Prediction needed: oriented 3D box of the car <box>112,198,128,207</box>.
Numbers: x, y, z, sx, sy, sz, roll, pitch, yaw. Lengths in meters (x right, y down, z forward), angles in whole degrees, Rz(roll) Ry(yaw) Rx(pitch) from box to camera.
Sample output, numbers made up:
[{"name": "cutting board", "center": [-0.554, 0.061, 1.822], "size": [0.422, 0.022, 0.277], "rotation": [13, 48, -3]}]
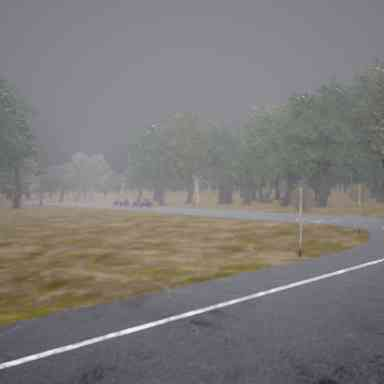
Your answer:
[{"name": "car", "center": [-13.314, 1.937, 62.040], "size": [1.837, 1.490, 4.892], "rotation": [1, -2, -35]}]

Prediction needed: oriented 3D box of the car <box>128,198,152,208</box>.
[{"name": "car", "center": [-8.345, 1.796, 54.913], "size": [1.837, 1.490, 4.892], "rotation": [1, -2, -34]}]
